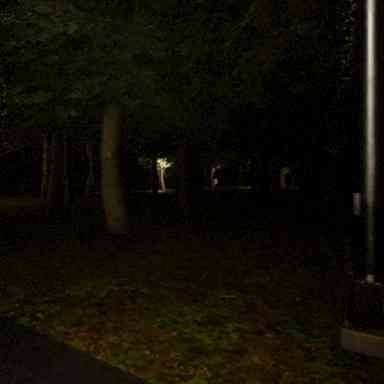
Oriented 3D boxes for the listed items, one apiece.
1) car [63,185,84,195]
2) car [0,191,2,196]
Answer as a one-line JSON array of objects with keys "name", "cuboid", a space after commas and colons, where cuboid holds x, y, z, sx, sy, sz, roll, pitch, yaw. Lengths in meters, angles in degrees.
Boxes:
[{"name": "car", "cuboid": [-27.180, -0.495, 75.386, 2.150, 2.045, 5.566, -2, 1, 34]}, {"name": "car", "cuboid": [-37.431, 0.252, 60.412, 1.882, 1.535, 5.008, -2, 0, 34]}]
